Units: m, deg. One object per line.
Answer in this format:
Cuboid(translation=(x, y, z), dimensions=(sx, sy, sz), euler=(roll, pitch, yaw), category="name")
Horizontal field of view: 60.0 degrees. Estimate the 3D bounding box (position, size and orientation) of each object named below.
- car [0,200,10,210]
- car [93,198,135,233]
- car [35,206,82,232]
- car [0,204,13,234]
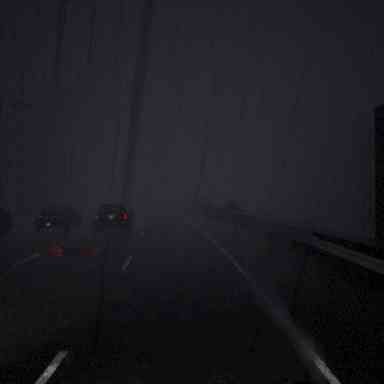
Cuboid(translation=(-28.603, 1.870, 49.394), dimensions=(1.994, 1.385, 4.181), euler=(0, 0, -16), category="car")
Cuboid(translation=(-4.746, 1.467, 20.690), dimensions=(2.097, 1.767, 4.553), euler=(0, 0, -6), category="car")
Cuboid(translation=(-8.292, 1.615, 20.991), dimensions=(2.128, 1.511, 4.902), euler=(0, 0, -6), category="car")
Cuboid(translation=(-11.392, 1.332, 17.114), dimensions=(2.150, 2.045, 5.566), euler=(0, 0, -6), category="car")
